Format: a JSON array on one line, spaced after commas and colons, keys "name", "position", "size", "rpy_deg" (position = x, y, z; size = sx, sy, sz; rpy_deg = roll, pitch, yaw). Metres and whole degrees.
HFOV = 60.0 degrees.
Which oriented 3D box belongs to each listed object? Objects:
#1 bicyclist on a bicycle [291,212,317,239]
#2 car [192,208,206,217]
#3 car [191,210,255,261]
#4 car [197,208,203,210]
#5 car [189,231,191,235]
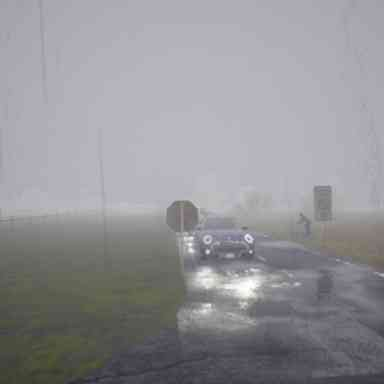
[{"name": "bicyclist on a bicycle", "position": [6.877, 2.081, 20.469], "size": [1.656, 1.620, 0.582], "rpy_deg": [-1, -2, -4]}, {"name": "car", "position": [1.208, 3.647, 60.404], "size": [2.033, 1.411, 5.357], "rpy_deg": [-1, -2, -4]}, {"name": "car", "position": [1.272, 1.847, 14.505], "size": [2.097, 1.767, 4.553], "rpy_deg": [-1, -2, -3]}, {"name": "car", "position": [1.860, 3.338, 50.545], "size": [1.895, 1.301, 4.718], "rpy_deg": [-1, -2, -4]}, {"name": "car", "position": [0.573, 2.406, 25.384], "size": [1.812, 1.442, 4.674], "rpy_deg": [-1, -2, -3]}]
